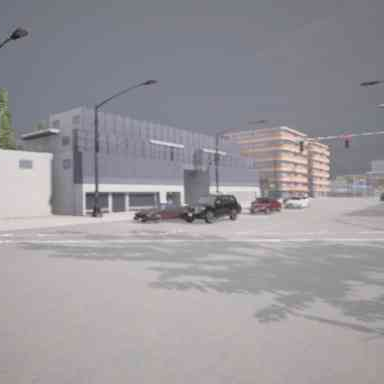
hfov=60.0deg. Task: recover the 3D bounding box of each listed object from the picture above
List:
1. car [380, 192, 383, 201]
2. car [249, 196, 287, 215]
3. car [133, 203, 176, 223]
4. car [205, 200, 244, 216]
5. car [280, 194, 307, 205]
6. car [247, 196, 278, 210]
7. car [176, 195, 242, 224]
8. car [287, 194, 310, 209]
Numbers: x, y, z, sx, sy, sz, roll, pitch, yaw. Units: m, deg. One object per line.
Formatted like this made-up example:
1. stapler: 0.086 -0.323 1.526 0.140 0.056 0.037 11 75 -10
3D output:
1. car: 30.854 0.637 52.225 1.837 1.490 4.892 -1 0 37
2. car: 7.492 1.442 33.486 1.812 1.442 4.674 -1 1 38
3. car: -2.214 1.621 26.556 2.033 1.411 5.357 -1 0 37
4. car: 3.378 1.557 33.875 1.994 1.385 4.181 -1 1 37
5. car: 15.143 1.053 49.229 2.033 1.411 5.357 -1 1 38
6. car: 8.735 1.317 40.876 1.837 1.490 4.892 -1 1 37
7. car: 1.578 1.248 25.732 2.150 2.045 5.566 -1 0 38
8. car: 12.853 1.246 40.498 1.812 1.442 4.674 -1 1 37
